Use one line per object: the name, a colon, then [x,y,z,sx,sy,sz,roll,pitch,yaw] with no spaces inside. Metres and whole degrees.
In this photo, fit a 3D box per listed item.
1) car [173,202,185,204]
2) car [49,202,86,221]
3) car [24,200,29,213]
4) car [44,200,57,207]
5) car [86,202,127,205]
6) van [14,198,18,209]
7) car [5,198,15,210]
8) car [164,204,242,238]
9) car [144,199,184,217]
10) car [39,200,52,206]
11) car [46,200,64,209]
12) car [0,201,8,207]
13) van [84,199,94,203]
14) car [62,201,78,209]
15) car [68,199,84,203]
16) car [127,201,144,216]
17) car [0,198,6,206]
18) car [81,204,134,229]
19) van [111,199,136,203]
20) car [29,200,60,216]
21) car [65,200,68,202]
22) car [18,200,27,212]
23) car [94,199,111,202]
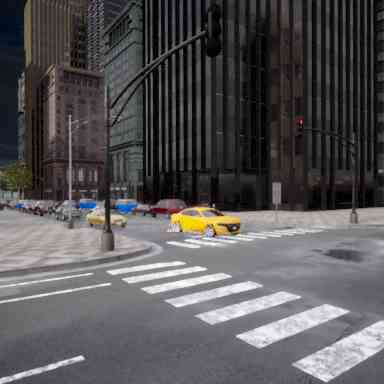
car: [0.524,1.827,29.447,1.887,1.381,4.507,-1,0,-35]
car: [-12.098,2.003,32.460,2.008,1.369,4.403,-1,0,-35]
car: [-20.609,2.195,44.394,1.887,1.381,4.507,-1,0,-35]
car: [-31.871,2.593,74.870,1.947,1.339,4.313,-1,0,-35]
car: [-8.253,1.927,31.663,1.812,1.442,4.674,0,-1,-35]
van: [-26.287,2.121,52.350,1.690,1.788,3.998,-1,0,-35]
car: [-32.062,2.352,60.451,1.967,1.590,4.097,-1,0,-35]
car: [0.707,1.662,19.276,1.882,1.535,5.008,0,-1,-37]
car: [-2.430,1.667,33.593,2.192,1.841,5.009,-1,0,-35]
car: [-34.892,2.658,79.106,1.947,1.339,4.313,-1,0,-35]
car: [-25.072,2.314,60.756,1.882,1.535,5.008,0,-1,-35]
car: [-44.549,2.769,77.964,1.802,1.307,4.206,-1,0,-35]
van: [-17.174,2.035,54.318,1.690,1.788,3.998,-1,0,-35]
car: [-22.810,2.405,62.163,1.802,1.307,4.206,-1,0,-35]
car: [-19.365,2.058,52.758,2.097,1.767,4.553,0,-1,-36]
car: [-5.373,2.003,37.738,1.802,1.307,4.206,-1,0,-35]
car: [-41.428,2.665,73.586,1.887,1.381,4.507,-1,0,-35]
car: [-6.326,1.842,24.366,1.752,1.417,4.829,-1,0,-35]
van: [-8.328,1.831,41.883,1.690,1.788,3.998,-1,0,-35]
car: [-17.777,1.899,40.416,2.192,1.841,5.009,-1,0,-35]
car: [-20.223,2.228,48.572,2.033,1.411,5.357,0,-1,-35]
car: [-23.448,2.155,48.372,1.967,1.590,4.097,-1,0,-35]
car: [-11.277,1.873,46.028,2.192,1.841,5.009,-1,0,-35]
